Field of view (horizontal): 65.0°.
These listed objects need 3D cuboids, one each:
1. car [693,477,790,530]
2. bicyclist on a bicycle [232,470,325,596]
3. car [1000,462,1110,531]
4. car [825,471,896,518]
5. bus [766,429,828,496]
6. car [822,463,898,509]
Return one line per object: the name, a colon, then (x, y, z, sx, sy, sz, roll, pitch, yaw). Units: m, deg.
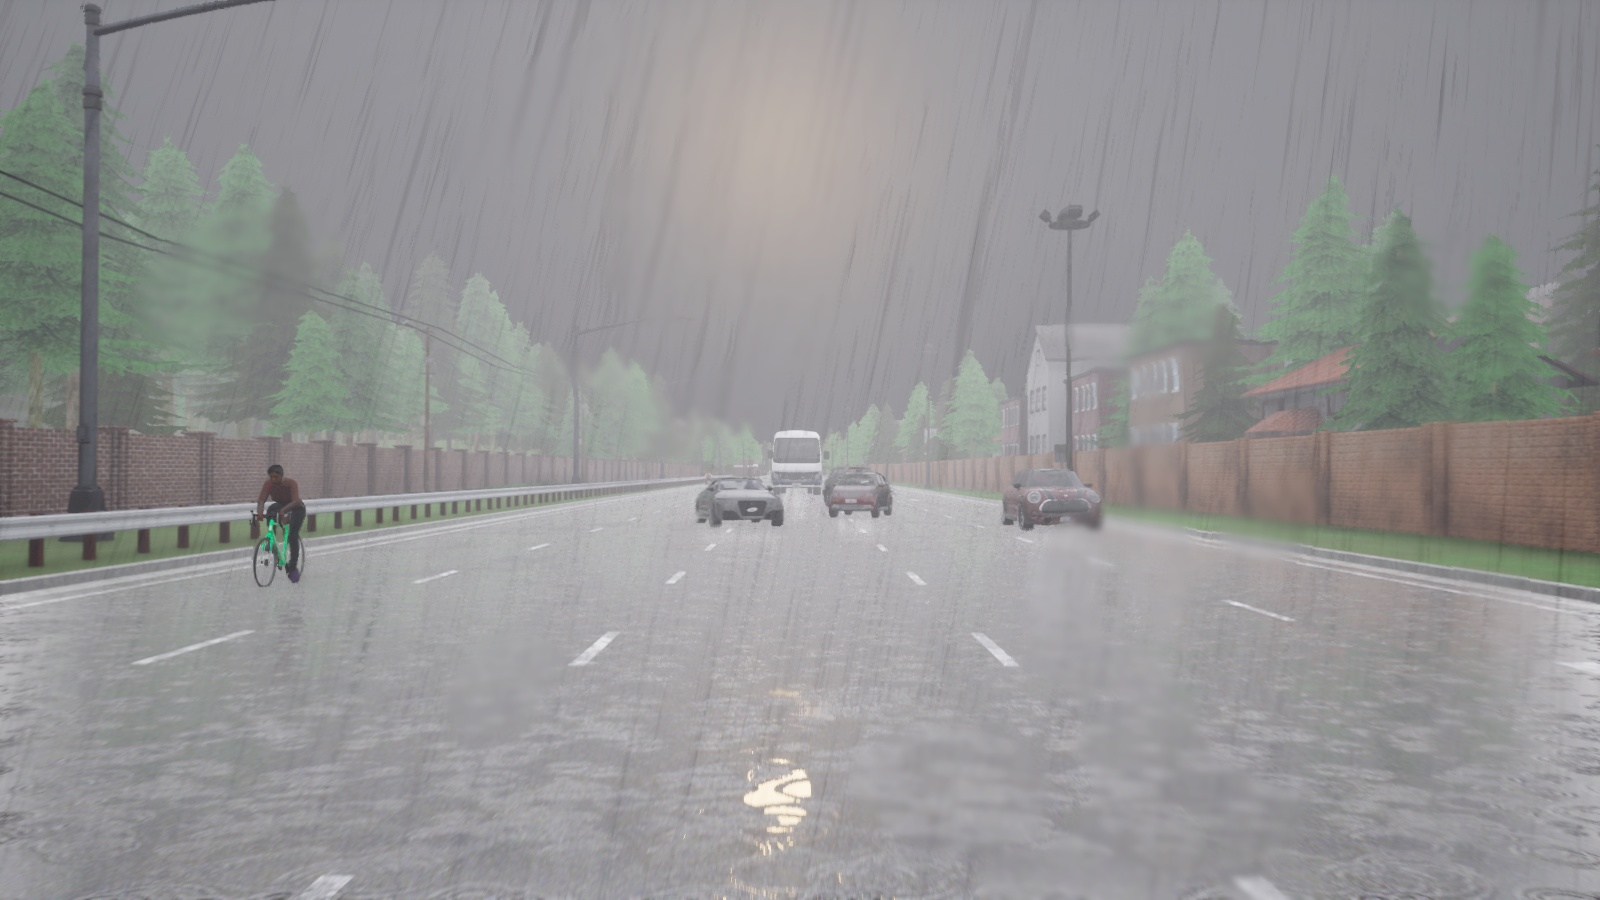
car: (-1.752, 1.491, 36.153, 1.994, 1.385, 4.181, 0, -1, -14)
bicyclist on a bicycle: (-7.042, 1.081, 17.038, 0.582, 1.620, 1.656, 0, -1, 0)
car: (6.914, 1.224, 34.543, 2.097, 1.767, 4.553, 0, -1, 0)
car: (2.135, 1.514, 43.535, 1.789, 1.549, 3.705, 0, -1, 13)
bus: (-0.215, 0.860, 84.888, 3.944, 4.253, 10.273, 0, -1, 0)
car: (2.461, 1.511, 53.130, 1.932, 1.855, 4.605, 0, -1, -14)
